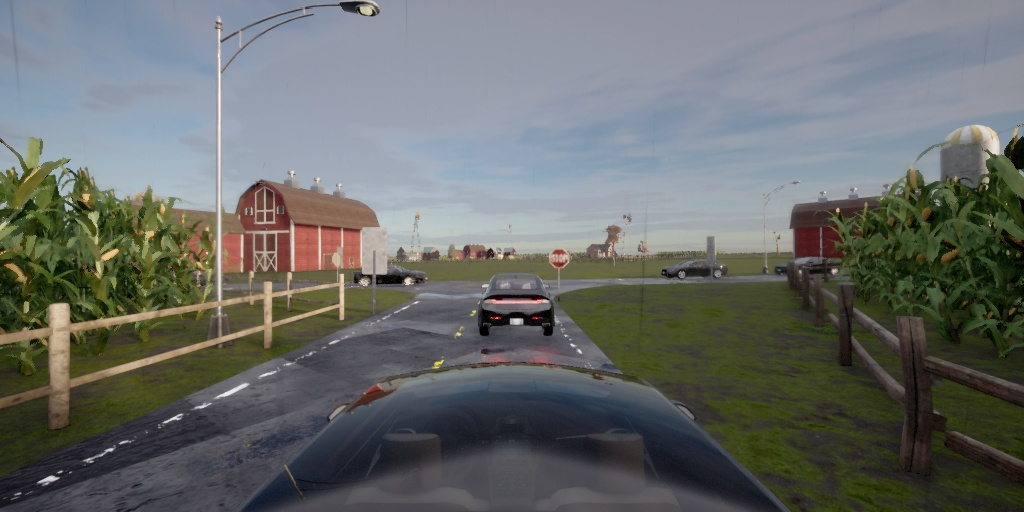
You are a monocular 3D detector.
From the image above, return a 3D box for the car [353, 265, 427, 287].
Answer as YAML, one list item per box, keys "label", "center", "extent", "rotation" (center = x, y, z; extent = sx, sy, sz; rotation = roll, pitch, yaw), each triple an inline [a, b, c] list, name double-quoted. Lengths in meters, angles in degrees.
- label: "car"
  center: [-8.435, 1.334, 24.957]
  extent: [5.008, 1.535, 1.882]
  rotation: [-1, -1, 3]

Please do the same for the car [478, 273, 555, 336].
- label: "car"
  center: [0.106, 1.243, 10.382]
  extent: [2.128, 1.511, 4.902]
  rotation: [0, 0, 0]

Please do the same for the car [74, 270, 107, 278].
- label: "car"
  center: [-34.805, 1.820, 28.011]
  extent: [4.674, 1.442, 1.812]
  rotation: [-1, -1, 11]

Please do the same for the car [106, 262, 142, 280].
- label: "car"
  center: [-33.179, 1.522, 30.672]
  extent: [5.566, 2.045, 2.150]
  rotation: [-1, -1, 10]

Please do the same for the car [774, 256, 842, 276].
- label: "car"
  center: [23.780, 0.818, 28.862]
  extent: [5.008, 1.535, 1.882]
  rotation: [-1, 0, -7]

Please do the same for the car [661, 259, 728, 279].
- label: "car"
  center: [14.202, 1.009, 28.033]
  extent: [4.892, 1.490, 1.837]
  rotation: [-1, 0, -4]

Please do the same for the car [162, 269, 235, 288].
- label: "car"
  center: [-23.359, 1.651, 26.232]
  extent: [5.357, 1.411, 2.033]
  rotation: [-1, -1, 7]
